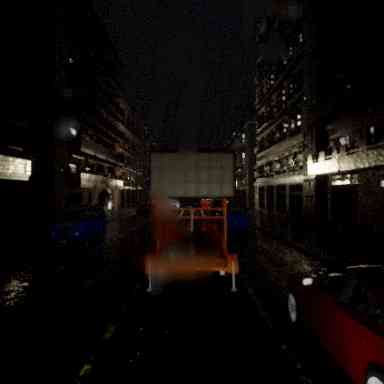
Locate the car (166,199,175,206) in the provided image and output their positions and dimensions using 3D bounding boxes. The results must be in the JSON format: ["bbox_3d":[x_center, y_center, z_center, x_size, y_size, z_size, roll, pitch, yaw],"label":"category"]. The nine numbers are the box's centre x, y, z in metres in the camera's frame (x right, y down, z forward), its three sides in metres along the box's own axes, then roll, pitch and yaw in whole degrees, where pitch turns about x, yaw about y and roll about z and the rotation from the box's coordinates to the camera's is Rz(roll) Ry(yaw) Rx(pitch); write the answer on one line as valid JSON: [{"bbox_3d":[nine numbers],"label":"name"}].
[{"bbox_3d":[-5.304,2.538,83.638,1.967,1.590,4.097,-1,-1,0],"label":"car"}]

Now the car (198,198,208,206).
[{"bbox_3d":[2.573,2.329,77.976,2.192,1.841,5.009,-1,-1,0],"label":"car"}]

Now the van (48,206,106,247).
[{"bbox_3d":[-5.319,1.553,15.830,1.690,1.788,3.998,-1,-1,0],"label":"van"}]

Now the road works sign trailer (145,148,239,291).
[{"bbox_3d":[0.007,0.587,9.352,2.380,3.560,2.880,0,-1,0],"label":"road works sign trailer"}]

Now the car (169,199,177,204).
[{"bbox_3d":[-5.300,2.797,94.939,2.008,1.369,4.403,-1,-1,0],"label":"car"}]

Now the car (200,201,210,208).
[{"bbox_3d":[2.575,2.448,66.644,1.802,1.307,4.206,-1,-1,0],"label":"car"}]

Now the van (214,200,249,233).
[{"bbox_3d":[2.562,1.615,21.337,1.690,1.788,3.998,-1,-1,0],"label":"van"}]

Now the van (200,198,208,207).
[{"bbox_3d":[2.572,2.281,72.311,1.690,1.788,3.998,-1,-1,0],"label":"van"}]

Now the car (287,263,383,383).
[{"bbox_3d":[2.562,1.600,4.343,1.887,1.381,4.507,-1,-1,0],"label":"car"}]

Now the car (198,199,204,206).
[{"bbox_3d":[2.569,2.032,55.320,2.192,1.841,5.009,-1,-1,0],"label":"car"}]

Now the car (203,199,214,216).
[{"bbox_3d":[2.564,1.736,32.665,2.192,1.841,5.009,-1,-1,0],"label":"car"}]

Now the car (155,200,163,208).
[{"bbox_3d":[-5.310,2.124,44.082,1.887,1.381,4.507,-1,-1,0],"label":"car"}]

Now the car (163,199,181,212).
[{"bbox_3d":[-2.757,2.003,49.846,2.097,1.767,4.553,0,-1,0],"label":"car"}]

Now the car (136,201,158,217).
[{"bbox_3d":[-5.311,2.050,38.430,1.887,1.381,4.507,-1,-1,0],"label":"car"}]

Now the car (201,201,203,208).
[{"bbox_3d":[2.570,2.151,43.989,1.802,1.307,4.206,-1,-1,0],"label":"car"}]

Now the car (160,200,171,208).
[{"bbox_3d":[-5.306,2.398,66.515,1.752,1.417,4.829,-1,-1,0],"label":"car"}]

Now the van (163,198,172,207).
[{"bbox_3d":[-5.308,2.290,72.338,1.690,1.788,3.998,-1,-1,0],"label":"van"}]

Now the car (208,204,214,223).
[{"bbox_3d":[2.567,1.929,26.997,1.802,1.307,4.206,-1,-1,0],"label":"car"}]
